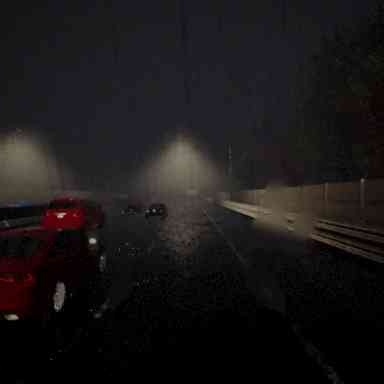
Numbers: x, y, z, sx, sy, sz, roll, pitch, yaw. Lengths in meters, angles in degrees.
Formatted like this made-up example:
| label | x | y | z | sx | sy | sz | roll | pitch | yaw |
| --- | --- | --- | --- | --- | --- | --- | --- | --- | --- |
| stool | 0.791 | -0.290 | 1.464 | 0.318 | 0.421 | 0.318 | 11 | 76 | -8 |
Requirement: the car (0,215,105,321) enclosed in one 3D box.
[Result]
| label | x | y | z | sx | sy | sz | roll | pitch | yaw |
| --- | --- | --- | --- | --- | --- | --- | --- | --- | --- |
| car | -3.403 | 1.538 | 7.595 | 1.882 | 1.535 | 5.008 | 0 | 0 | 0 |

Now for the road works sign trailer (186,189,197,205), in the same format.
| label | x | y | z | sx | sy | sz | roll | pitch | yaw |
| --- | --- | --- | --- | --- | --- | --- | --- | --- | --- |
| road works sign trailer | -0.010 | 1.085 | 71.863 | 2.380 | 3.560 | 2.880 | 0 | -1 | 0 |

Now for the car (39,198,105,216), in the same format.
| label | x | y | z | sx | sy | sz | roll | pitch | yaw |
| --- | --- | --- | --- | --- | --- | --- | --- | --- | --- |
| car | -6.903 | 1.384 | 20.102 | 2.150 | 2.045 | 5.566 | 0 | 0 | 0 |

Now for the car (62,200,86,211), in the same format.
| label | x | y | z | sx | sy | sz | roll | pitch | yaw |
| --- | --- | --- | --- | --- | --- | --- | --- | --- | --- |
| car | -17.566 | 1.918 | 49.688 | 1.837 | 1.490 | 4.892 | 0 | 0 | 0 |

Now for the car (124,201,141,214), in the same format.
| label | x | y | z | sx | sy | sz | roll | pitch | yaw |
| --- | --- | --- | --- | --- | --- | --- | --- | --- | --- |
| car | -6.905 | 1.855 | 40.135 | 1.812 | 1.442 | 4.674 | 0 | 0 | 0 |

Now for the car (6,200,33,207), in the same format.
| label | x | y | z | sx | sy | sz | roll | pitch | yaw |
| --- | --- | --- | --- | --- | --- | --- | --- | --- | --- |
| car | -24.573 | 1.873 | 47.674 | 1.882 | 1.535 | 5.008 | 0 | -1 | 0 |

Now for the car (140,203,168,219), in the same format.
| label | x | y | z | sx | sy | sz | roll | pitch | yaw |
| --- | --- | --- | --- | --- | --- | --- | --- | --- | --- |
| car | -3.405 | 1.812 | 32.548 | 2.033 | 1.411 | 5.357 | 0 | 0 | 0 |
